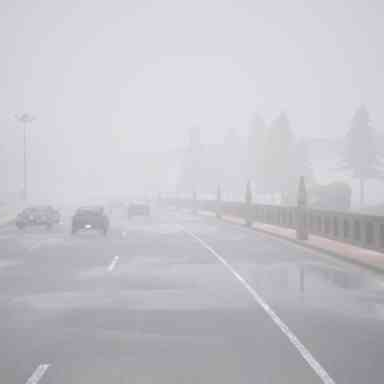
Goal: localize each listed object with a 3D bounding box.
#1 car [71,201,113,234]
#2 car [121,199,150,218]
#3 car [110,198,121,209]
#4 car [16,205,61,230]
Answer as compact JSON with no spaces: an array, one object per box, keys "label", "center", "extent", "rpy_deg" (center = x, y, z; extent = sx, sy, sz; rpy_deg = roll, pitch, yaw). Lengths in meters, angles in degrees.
[{"label":"car","center":[-5.758,1.502,19.278],"extent":[1.837,1.490,4.892],"rpy_deg":[0,0,-11]},{"label":"car","center":[-5.095,1.476,30.528],"extent":[1.882,1.535,5.008],"rpy_deg":[0,0,-17]},{"label":"car","center":[-9.760,1.524,42.716],"extent":[1.812,1.442,4.674],"rpy_deg":[0,0,-24]},{"label":"car","center":[-9.753,1.546,21.423],"extent":[2.033,1.411,5.357],"rpy_deg":[0,0,-14]}]
